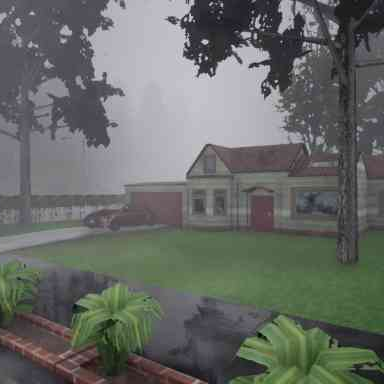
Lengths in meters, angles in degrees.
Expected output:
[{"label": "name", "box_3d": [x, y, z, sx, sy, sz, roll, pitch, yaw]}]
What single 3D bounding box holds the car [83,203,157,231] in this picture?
[{"label": "car", "box_3d": [-3.872, 1.300, 18.374, 1.994, 1.381, 4.181, 0, 0, 35]}]
